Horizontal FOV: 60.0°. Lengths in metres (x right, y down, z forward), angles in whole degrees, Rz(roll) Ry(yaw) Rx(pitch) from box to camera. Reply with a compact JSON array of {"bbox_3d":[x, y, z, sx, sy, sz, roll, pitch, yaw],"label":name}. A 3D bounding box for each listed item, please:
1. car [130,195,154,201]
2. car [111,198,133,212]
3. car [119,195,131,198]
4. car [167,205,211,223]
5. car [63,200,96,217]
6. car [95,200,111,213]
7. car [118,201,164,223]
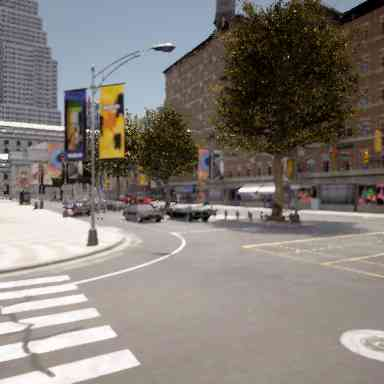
[{"bbox_3d":[-8.482,1.660,58.742,2.150,2.045,5.566,0,0,-30],"label":"car"},{"bbox_3d":[-10.334,1.897,45.734,2.033,1.411,5.357,0,0,-30],"label":"car"},{"bbox_3d":[-13.678,1.648,67.775,2.150,2.045,5.566,0,0,-30],"label":"car"},{"bbox_3d":[-0.332,1.805,28.335,1.895,1.301,4.718,0,0,-30],"label":"car"},{"bbox_3d":[-11.885,1.872,35.080,1.895,1.301,4.718,0,0,-30],"label":"car"},{"bbox_3d":[-12.157,1.831,41.879,1.837,1.490,4.892,0,0,-30],"label":"car"},{"bbox_3d":[-4.234,1.759,28.098,2.033,1.411,5.357,0,0,-30],"label":"car"}]
